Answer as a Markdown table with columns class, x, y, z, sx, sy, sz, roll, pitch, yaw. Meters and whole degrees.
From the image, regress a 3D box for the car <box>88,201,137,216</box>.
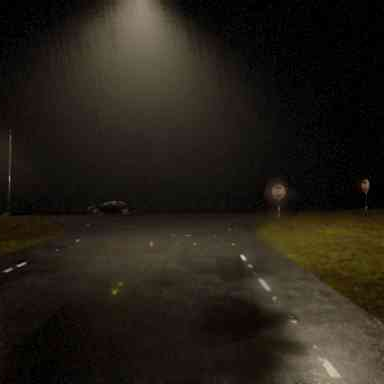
| class | x | y | z | sx | sy | sz | roll | pitch | yaw |
| --- | --- | --- | --- | --- | --- | --- | --- | --- | --- |
| car | -8.029 | 1.631 | 33.746 | 4.902 | 1.511 | 2.128 | 0 | -3 | 0 |
